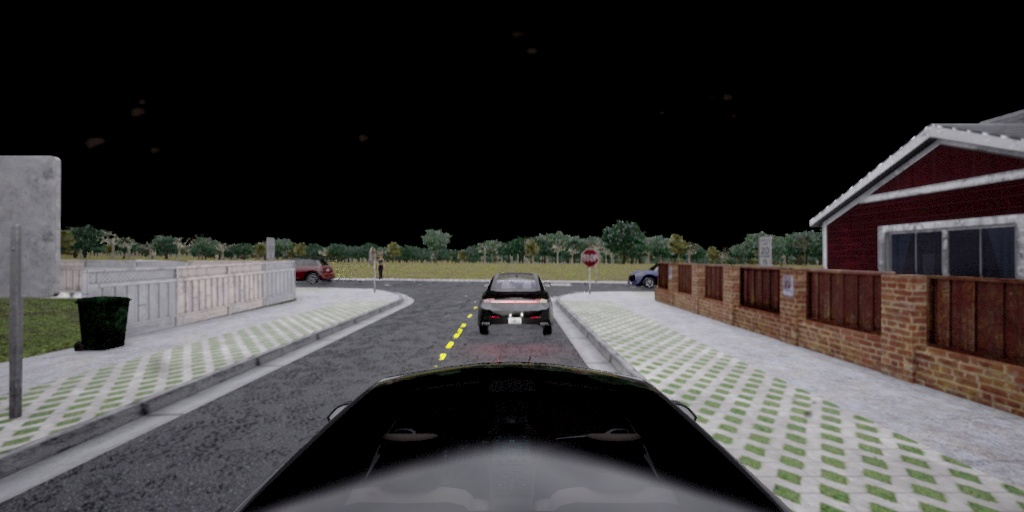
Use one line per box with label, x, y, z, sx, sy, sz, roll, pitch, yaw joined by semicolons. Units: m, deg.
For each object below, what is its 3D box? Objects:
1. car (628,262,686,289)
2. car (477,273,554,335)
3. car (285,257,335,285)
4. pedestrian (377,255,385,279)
car;10.154;1.231;23.904;4.553;1.767;2.097;1;0;-1
car;0.136;1.233;10.434;2.128;1.511;4.902;0;0;2
car;-14.357;0.922;23.790;4.553;1.767;2.097;1;0;-1
pedestrian;-9.740;0.789;26.659;0.375;1.860;0.375;0;-1;0
